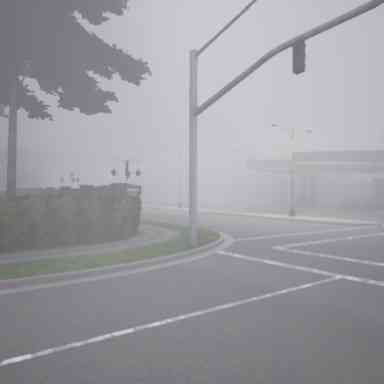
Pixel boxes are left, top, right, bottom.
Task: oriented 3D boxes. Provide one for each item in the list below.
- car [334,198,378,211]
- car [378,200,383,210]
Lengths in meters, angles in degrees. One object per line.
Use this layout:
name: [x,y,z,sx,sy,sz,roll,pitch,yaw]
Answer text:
car: [20.811,1.590,43.080,2.242,1.667,4.611,0,0,-35]
car: [25.073,1.791,47.004,1.970,1.475,3.806,0,0,-35]
